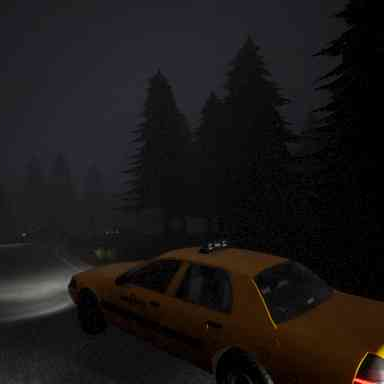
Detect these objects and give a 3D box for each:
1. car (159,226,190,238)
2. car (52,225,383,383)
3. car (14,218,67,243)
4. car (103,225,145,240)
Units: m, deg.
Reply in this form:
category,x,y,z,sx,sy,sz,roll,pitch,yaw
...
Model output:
category,x,y,z,sx,sy,sz,roll,pitch,yaw
car,-2.326,5.544,46.289,1.882,1.535,5.008,-5,-8,30
car,0.111,1.441,4.761,5.366,1.575,1.801,0,1,43
car,-12.704,3.278,28.588,2.150,2.045,5.566,-4,-7,7
car,-7.450,4.511,36.983,2.033,1.411,5.357,-4,-8,20
